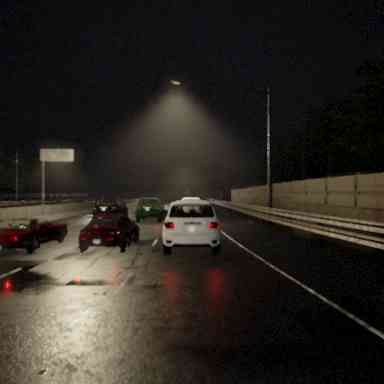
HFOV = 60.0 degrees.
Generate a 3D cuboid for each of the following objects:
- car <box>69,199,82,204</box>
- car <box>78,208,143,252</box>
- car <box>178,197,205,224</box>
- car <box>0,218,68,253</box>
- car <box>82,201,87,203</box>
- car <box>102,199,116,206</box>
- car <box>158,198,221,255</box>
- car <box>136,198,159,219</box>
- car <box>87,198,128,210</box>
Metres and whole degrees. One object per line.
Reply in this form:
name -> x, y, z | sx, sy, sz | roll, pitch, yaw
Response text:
car -> -24.988, 2.202, 71.796 | 1.882, 1.535, 5.008 | 0, -1, -1
car -> -3.509, 1.670, 14.558 | 1.812, 1.442, 4.674 | 0, 0, 0
car -> -0.071, 1.510, 29.225 | 2.150, 2.045, 5.566 | 0, 0, 0
car -> -7.011, 1.742, 14.262 | 1.895, 1.301, 4.718 | 0, -1, 0
car -> -21.489, 2.081, 71.882 | 2.097, 1.767, 4.553 | 0, -1, -1
car -> -17.990, 2.278, 71.904 | 1.994, 1.385, 4.181 | 0, -1, -1
car -> -0.012, 1.357, 14.187 | 2.150, 2.045, 5.566 | 0, 0, 0
car -> -3.571, 1.510, 29.199 | 2.150, 2.045, 5.566 | 0, 0, 0
car -> -7.070, 1.509, 29.186 | 2.150, 2.045, 5.566 | 0, 0, 0
